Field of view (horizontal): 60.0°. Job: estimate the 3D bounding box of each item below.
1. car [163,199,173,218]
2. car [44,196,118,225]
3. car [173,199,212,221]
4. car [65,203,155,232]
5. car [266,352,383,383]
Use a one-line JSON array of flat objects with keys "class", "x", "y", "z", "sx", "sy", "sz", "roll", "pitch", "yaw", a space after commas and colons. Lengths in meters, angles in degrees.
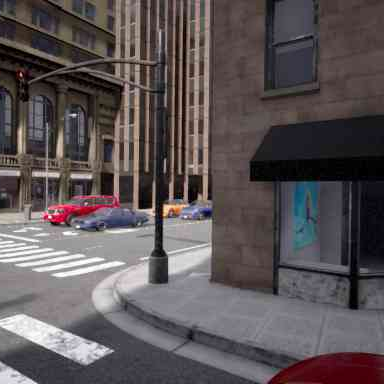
[{"class": "car", "x": -1.897, "y": 1.505, "z": 31.910, "sx": 2.097, "sy": 1.767, "sz": 4.553, "roll": 1, "pitch": 0, "yaw": 35}, {"class": "car", "x": -7.600, "y": 1.290, "z": 23.772, "sx": 2.150, "sy": 2.045, "sz": 5.566, "roll": 1, "pitch": 0, "yaw": 35}, {"class": "car", "x": 0.742, "y": 1.552, "z": 30.013, "sx": 2.097, "sy": 1.767, "sz": 4.553, "roll": 1, "pitch": 0, "yaw": 35}, {"class": "car", "x": -5.136, "y": 1.659, "z": 21.632, "sx": 2.033, "sy": 1.411, "sz": 5.357, "roll": 1, "pitch": 0, "yaw": 35}, {"class": "car", "x": 2.359, "y": 1.545, "z": 1.291, "sx": 4.507, "sy": 1.381, "sz": 1.887, "roll": 0, "pitch": 1, "yaw": 35}]
